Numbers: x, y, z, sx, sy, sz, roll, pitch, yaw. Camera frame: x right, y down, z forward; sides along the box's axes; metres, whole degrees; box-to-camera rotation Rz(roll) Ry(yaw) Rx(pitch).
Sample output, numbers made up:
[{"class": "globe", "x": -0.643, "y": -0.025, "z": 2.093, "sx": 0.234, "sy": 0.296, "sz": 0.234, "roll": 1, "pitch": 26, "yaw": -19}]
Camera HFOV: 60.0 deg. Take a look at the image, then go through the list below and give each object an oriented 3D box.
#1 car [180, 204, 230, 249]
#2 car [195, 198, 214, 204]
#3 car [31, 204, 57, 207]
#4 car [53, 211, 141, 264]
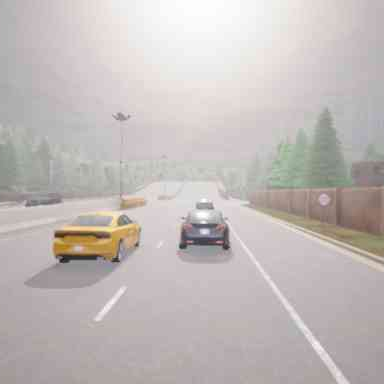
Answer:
[{"class": "car", "x": 0.545, "y": 1.480, "z": 14.486, "sx": 2.163, "sy": 1.488, "sz": 4.792, "roll": 1, "pitch": 0, "yaw": 2}, {"class": "car", "x": 1.314, "y": 1.433, "z": 35.435, "sx": 2.128, "sy": 1.511, "sz": 4.902, "roll": 1, "pitch": 0, "yaw": 2}, {"class": "car", "x": -16.241, "y": 0.964, "z": 37.105, "sx": 2.150, "sy": 2.045, "sz": 5.566, "roll": 1, "pitch": 0, "yaw": 2}, {"class": "car", "x": -3.068, "y": 1.418, "z": 11.734, "sx": 1.882, "sy": 1.535, "sz": 5.008, "roll": 1, "pitch": 0, "yaw": 2}]
